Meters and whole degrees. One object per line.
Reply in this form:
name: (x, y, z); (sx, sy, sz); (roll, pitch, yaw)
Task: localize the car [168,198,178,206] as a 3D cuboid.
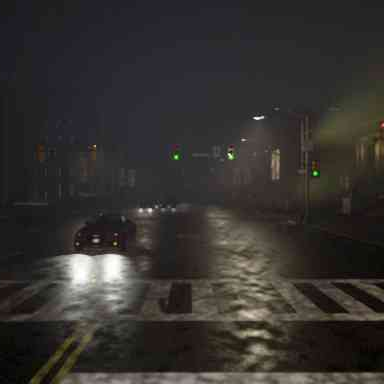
car: (-3.683, 1.936, 64.882); (1.812, 1.442, 4.674); (0, 0, 0)

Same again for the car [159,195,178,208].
car: (-3.666, 1.568, 54.795); (2.150, 2.045, 5.566); (0, 0, 0)

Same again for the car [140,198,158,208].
car: (-7.162, 1.942, 53.880); (1.895, 1.301, 4.718); (0, 0, 0)

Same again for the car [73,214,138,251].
car: (-3.617, 1.657, 14.548); (1.994, 1.385, 4.181); (0, 0, 0)

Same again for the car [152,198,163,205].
car: (-7.634, 2.005, 73.571); (2.033, 1.411, 5.357); (0, 0, -11)
